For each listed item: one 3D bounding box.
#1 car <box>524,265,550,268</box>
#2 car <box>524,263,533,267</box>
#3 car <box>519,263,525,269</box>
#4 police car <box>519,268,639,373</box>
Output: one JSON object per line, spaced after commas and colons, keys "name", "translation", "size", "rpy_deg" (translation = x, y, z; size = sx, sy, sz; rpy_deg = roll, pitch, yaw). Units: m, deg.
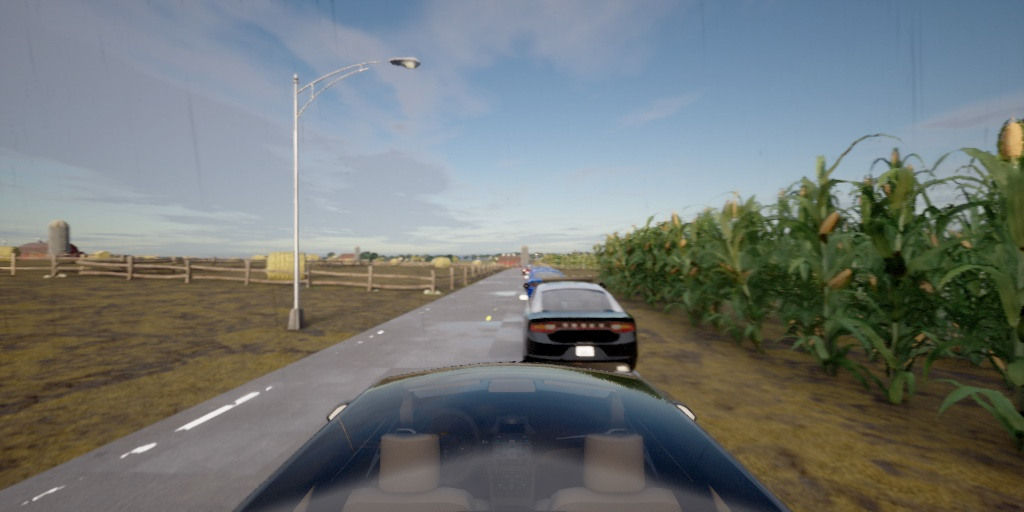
{"name": "car", "translation": [1.670, 1.390, 17.754], "size": [1.882, 1.535, 5.008], "rpy_deg": [-1, -1, 3]}
{"name": "car", "translation": [1.952, 1.448, 23.747], "size": [1.882, 1.535, 5.008], "rpy_deg": [-1, 0, 3]}
{"name": "car", "translation": [2.239, 1.809, 46.231], "size": [1.895, 1.301, 4.718], "rpy_deg": [-1, -1, 3]}
{"name": "police car", "translation": [1.198, 1.234, 7.876], "size": [1.930, 1.638, 5.238], "rpy_deg": [-1, -1, 3]}
